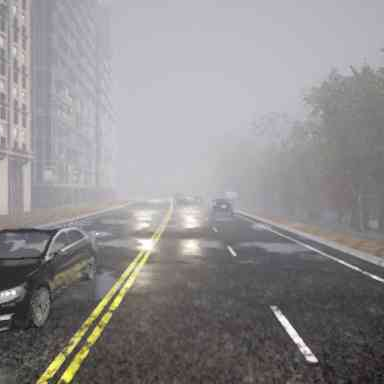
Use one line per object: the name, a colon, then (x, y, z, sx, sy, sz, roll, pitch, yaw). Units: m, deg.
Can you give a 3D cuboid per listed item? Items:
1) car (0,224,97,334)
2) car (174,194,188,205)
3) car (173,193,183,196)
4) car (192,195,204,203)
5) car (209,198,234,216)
car: (-3.399, 1.493, 6.963, 2.128, 1.511, 4.902, 0, 0, -1)
car: (-1.738, 1.535, 57.127, 1.994, 1.385, 4.181, 0, 0, -3)
car: (-2.887, 1.178, 72.308, 2.150, 2.045, 5.566, 0, 0, -5)
car: (1.080, 1.294, 62.646, 1.812, 1.442, 4.674, 0, 0, -4)
car: (2.694, 1.300, 31.046, 2.163, 1.488, 4.792, 0, 0, -2)
